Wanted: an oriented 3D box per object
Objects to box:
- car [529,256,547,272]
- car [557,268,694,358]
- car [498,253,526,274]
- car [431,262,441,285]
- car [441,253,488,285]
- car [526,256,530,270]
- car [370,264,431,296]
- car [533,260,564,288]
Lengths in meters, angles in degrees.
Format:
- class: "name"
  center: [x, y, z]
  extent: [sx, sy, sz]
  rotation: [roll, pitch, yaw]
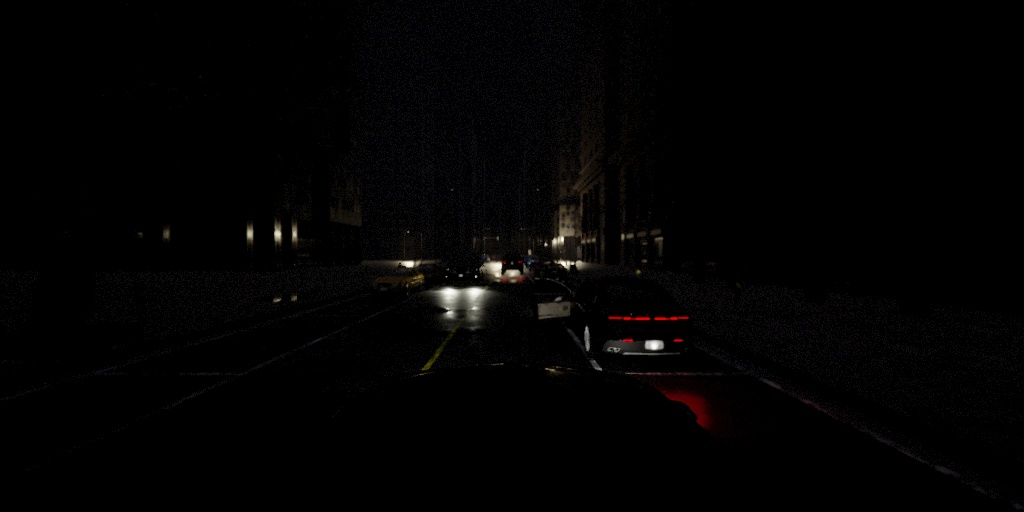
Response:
- class: "car"
  center: [2.763, 1.003, 30.014]
  extent: [1.967, 1.591, 4.097]
  rotation: [0, 0, 0]
- class: "car"
  center: [2.355, 1.210, 8.356]
  extent: [1.837, 1.490, 4.892]
  rotation: [0, 0, 0]
- class: "car"
  center: [0.065, 0.746, 36.358]
  extent: [2.150, 2.045, 5.566]
  rotation: [0, 1, 1]
- class: "car"
  center: [-5.763, 1.182, 24.328]
  extent: [1.802, 1.307, 4.207]
  rotation: [0, 0, 0]
- class: "car"
  center: [-3.098, 0.821, 24.517]
  extent: [2.150, 2.045, 5.566]
  rotation: [0, 0, 0]
- class: "car"
  center: [2.763, 1.041, 41.369]
  extent: [2.007, 1.370, 4.403]
  rotation: [0, 0, 0]
- class: "car"
  center: [-5.763, 1.163, 18.481]
  extent: [1.751, 1.417, 4.829]
  rotation: [0, 0, 0]
- class: "car"
  center: [2.763, 1.151, 24.336]
  extent: [2.007, 1.370, 4.403]
  rotation: [0, 0, 0]
